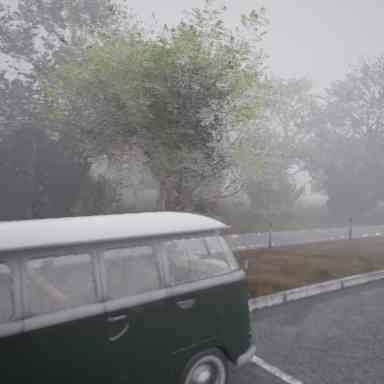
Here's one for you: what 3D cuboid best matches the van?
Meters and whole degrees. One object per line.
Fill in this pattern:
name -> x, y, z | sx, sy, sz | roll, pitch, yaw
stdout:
van -> -1.261, 1.249, 3.233 | 4.442, 1.987, 1.878 | -1, -1, -37
